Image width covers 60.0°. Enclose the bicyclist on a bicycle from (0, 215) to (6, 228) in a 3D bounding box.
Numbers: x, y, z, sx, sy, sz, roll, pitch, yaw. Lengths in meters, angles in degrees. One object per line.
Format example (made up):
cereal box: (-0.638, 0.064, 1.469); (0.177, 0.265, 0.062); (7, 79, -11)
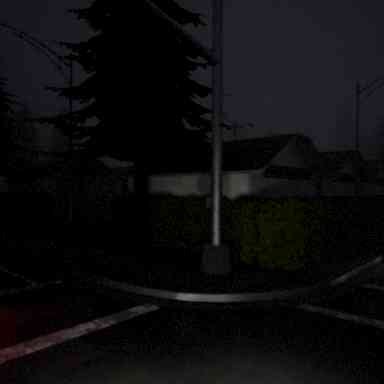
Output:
bicyclist on a bicycle: (-10.069, 1.038, 16.422); (0.582, 1.620, 1.656); (1, 1, 43)
